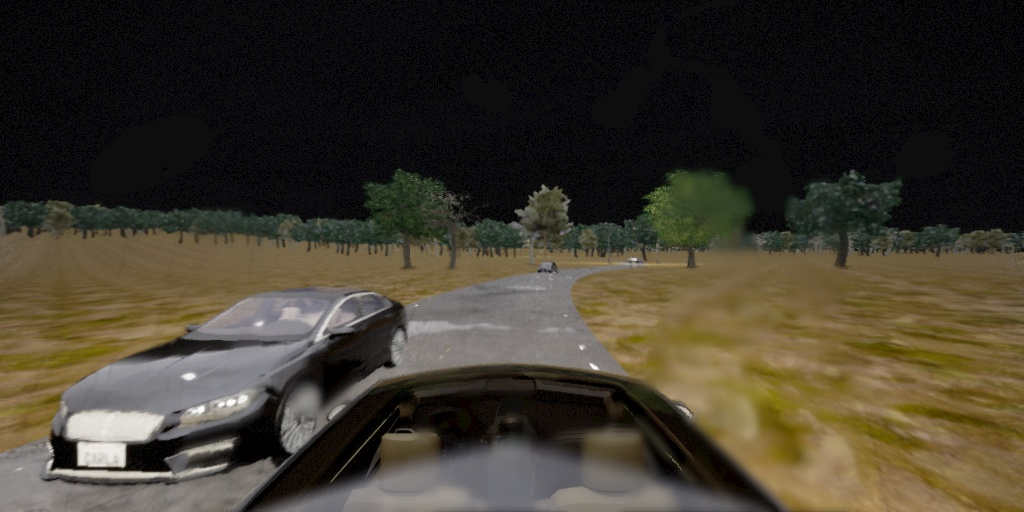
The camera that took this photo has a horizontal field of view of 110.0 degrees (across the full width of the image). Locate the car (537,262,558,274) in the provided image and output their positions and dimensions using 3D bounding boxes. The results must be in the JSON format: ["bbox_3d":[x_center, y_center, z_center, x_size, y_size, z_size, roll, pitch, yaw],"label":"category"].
[{"bbox_3d":[4.549,1.469,45.483,1.837,1.490,4.892,1,1,20],"label":"car"}]

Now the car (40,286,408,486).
[{"bbox_3d":[-2.974,1.234,5.111,2.128,1.511,4.902,1,0,2],"label":"car"}]
